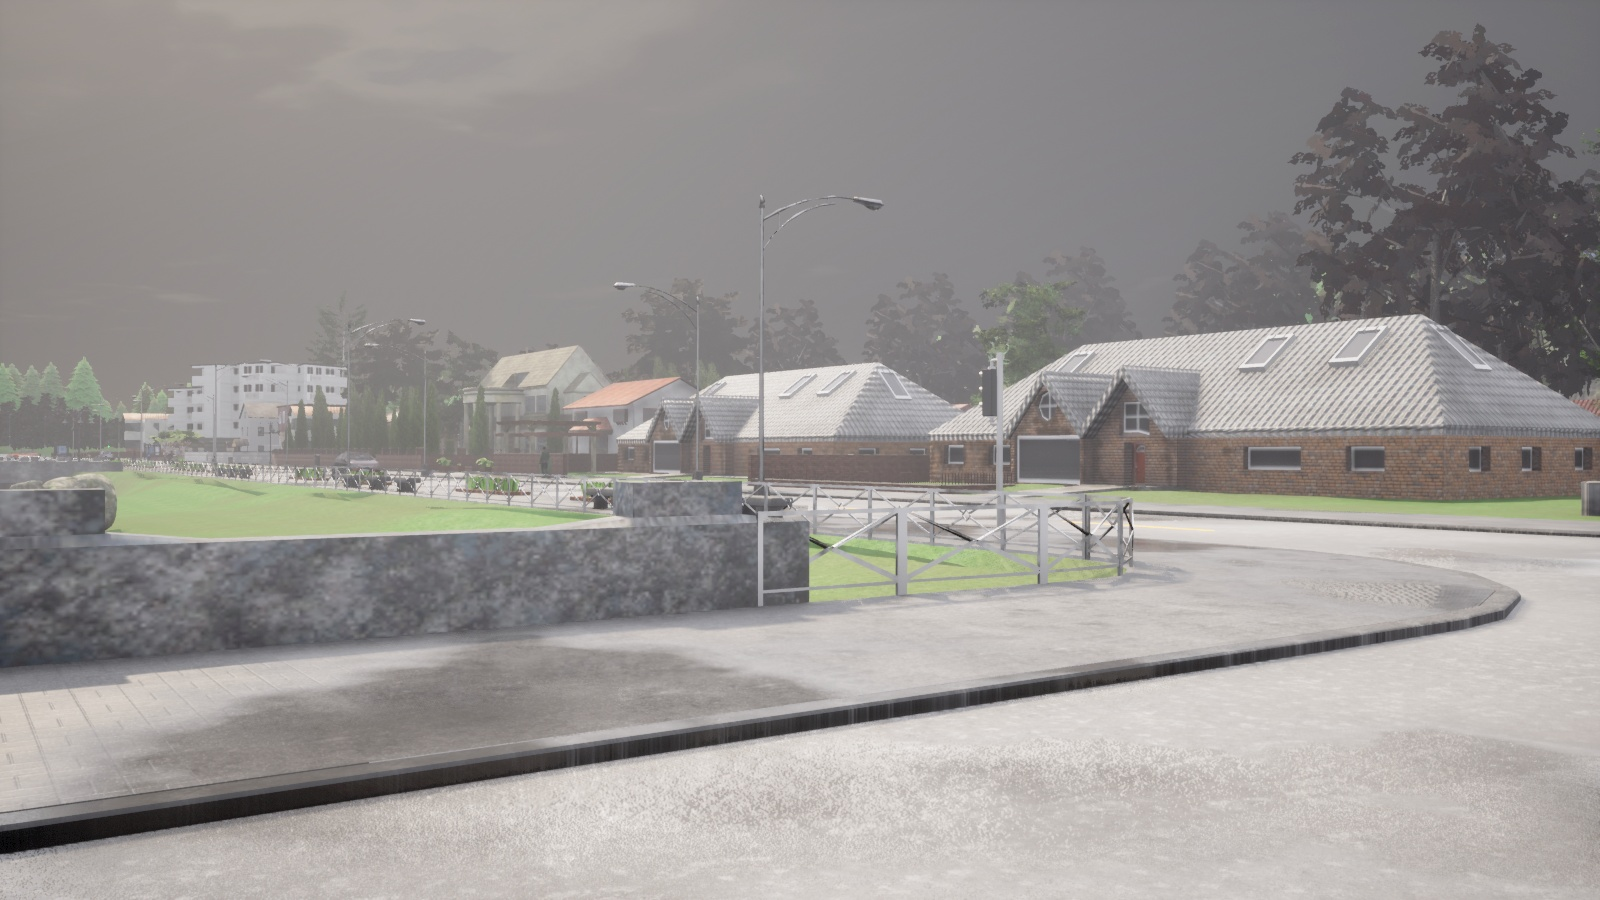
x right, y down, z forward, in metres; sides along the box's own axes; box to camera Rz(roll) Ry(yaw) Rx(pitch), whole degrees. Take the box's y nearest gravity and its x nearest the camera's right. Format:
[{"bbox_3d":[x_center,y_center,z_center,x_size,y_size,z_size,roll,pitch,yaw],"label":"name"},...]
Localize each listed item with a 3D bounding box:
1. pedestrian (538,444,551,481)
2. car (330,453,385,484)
[{"bbox_3d":[-13.506,0.646,66.290,0.423,1.949,0.788,0,0,-32],"label":"pedestrian"},{"bbox_3d":[-23.029,0.932,65.318,1.789,1.549,3.705,0,0,-35],"label":"car"}]
